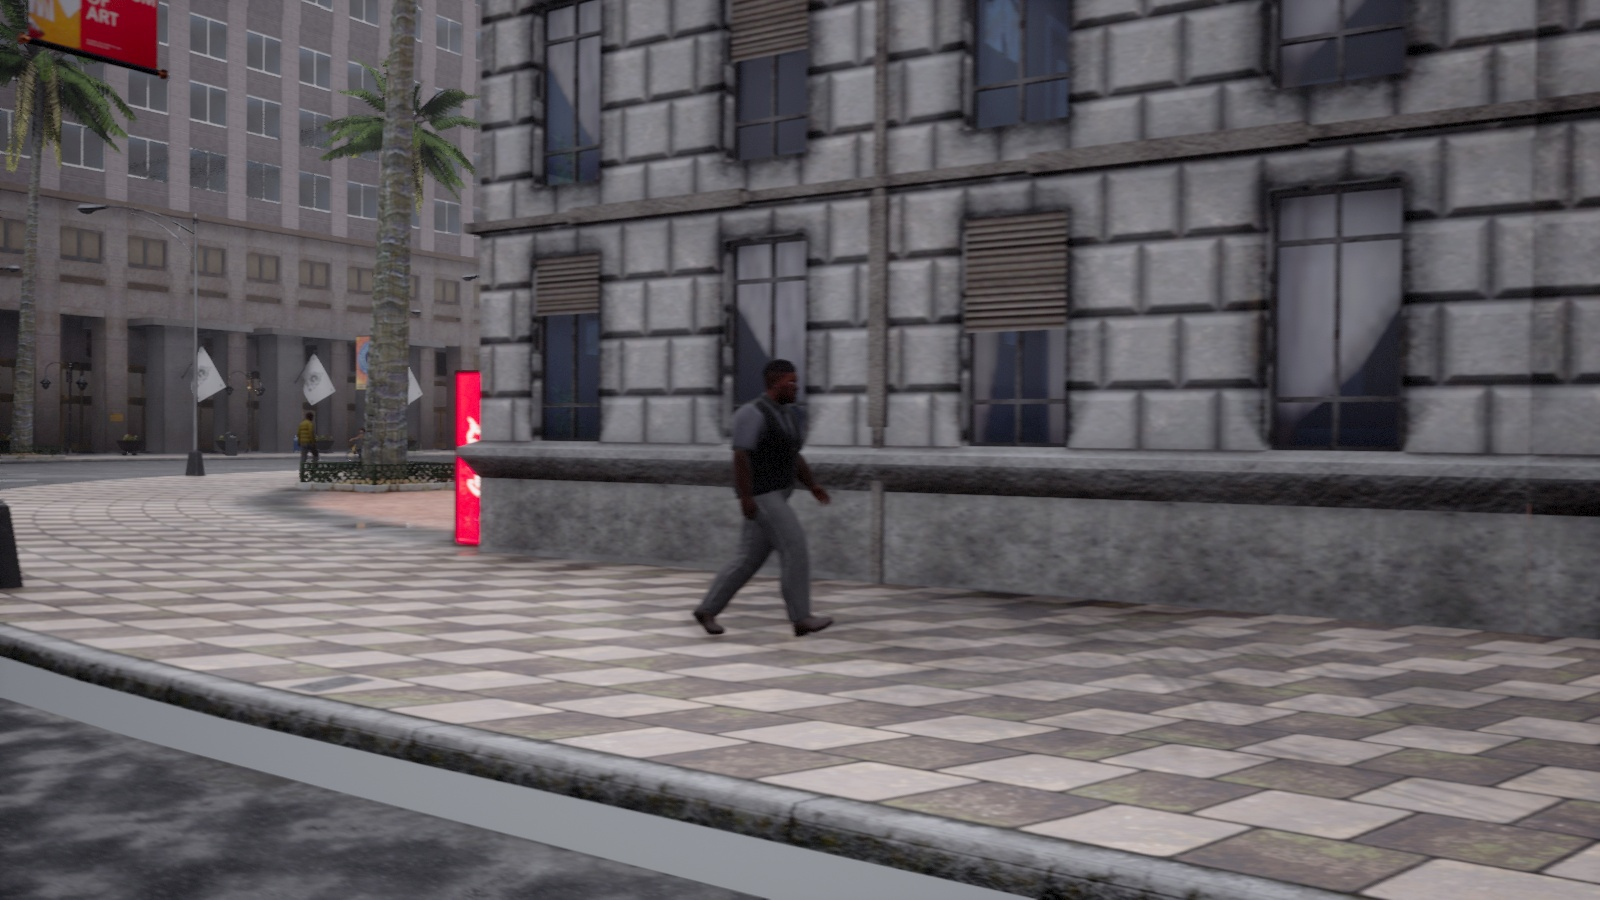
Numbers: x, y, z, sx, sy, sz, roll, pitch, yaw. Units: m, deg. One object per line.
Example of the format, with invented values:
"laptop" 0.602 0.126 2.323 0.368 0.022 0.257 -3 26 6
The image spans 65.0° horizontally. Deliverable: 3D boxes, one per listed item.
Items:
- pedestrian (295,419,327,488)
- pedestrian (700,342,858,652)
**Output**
"pedestrian" -13.171 0.091 33.815 0.370 1.835 0.726 0 1 24
"pedestrian" -0.125 0.285 8.043 0.849 1.883 0.563 0 1 20
